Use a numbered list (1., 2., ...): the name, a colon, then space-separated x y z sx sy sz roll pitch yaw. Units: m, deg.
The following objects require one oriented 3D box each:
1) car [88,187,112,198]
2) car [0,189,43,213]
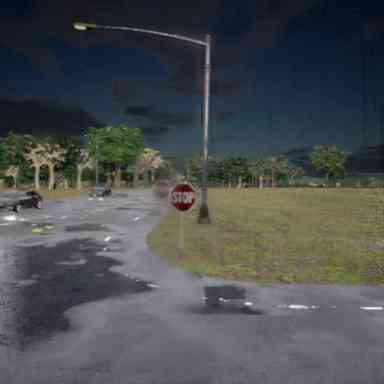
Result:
1. car: -11.933 -0.008 43.618 2.033 1.411 5.357 1 2 1
2. car: -12.139 0.597 23.176 1.837 1.490 4.892 1 2 1
